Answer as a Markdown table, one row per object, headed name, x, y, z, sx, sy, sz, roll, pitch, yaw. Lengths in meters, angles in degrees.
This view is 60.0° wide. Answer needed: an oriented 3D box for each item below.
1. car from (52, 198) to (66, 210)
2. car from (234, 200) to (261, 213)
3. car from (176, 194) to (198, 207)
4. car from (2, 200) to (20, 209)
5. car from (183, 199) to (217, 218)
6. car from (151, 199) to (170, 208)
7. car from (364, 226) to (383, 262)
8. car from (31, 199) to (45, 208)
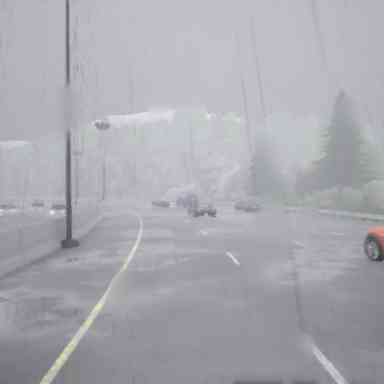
| name | x | y | z | sx | sy | sz | roll | pitch | yaw |
| --- | --- | --- | --- | --- | --- | --- | --- | --- | --- |
| car | -18.407 | 1.641 | 46.498 | 1.882 | 1.535 | 5.008 | 0 | 0 | -19 |
| car | 6.194 | 1.542 | 37.574 | 1.994 | 1.385 | 4.181 | 0 | 0 | -14 |
| car | -0.704 | 1.258 | 49.421 | 2.150 | 2.045 | 5.566 | 0 | 0 | -18 |
| car | -26.817 | 1.827 | 49.262 | 1.895 | 1.301 | 4.718 | 0 | 0 | -21 |
| car | 0.747 | 1.614 | 30.006 | 1.895 | 1.301 | 4.718 | 0 | 0 | -12 |
| car | -4.955 | 1.669 | 51.148 | 1.895 | 1.301 | 4.718 | 0 | 0 | -20 |
| car | 6.805 | 1.308 | 9.169 | 2.097 | 1.767 | 4.553 | -1 | 0 | -3 |
| car | -24.969 | 1.763 | 53.981 | 2.033 | 1.411 | 5.357 | 0 | 0 | -22 |
